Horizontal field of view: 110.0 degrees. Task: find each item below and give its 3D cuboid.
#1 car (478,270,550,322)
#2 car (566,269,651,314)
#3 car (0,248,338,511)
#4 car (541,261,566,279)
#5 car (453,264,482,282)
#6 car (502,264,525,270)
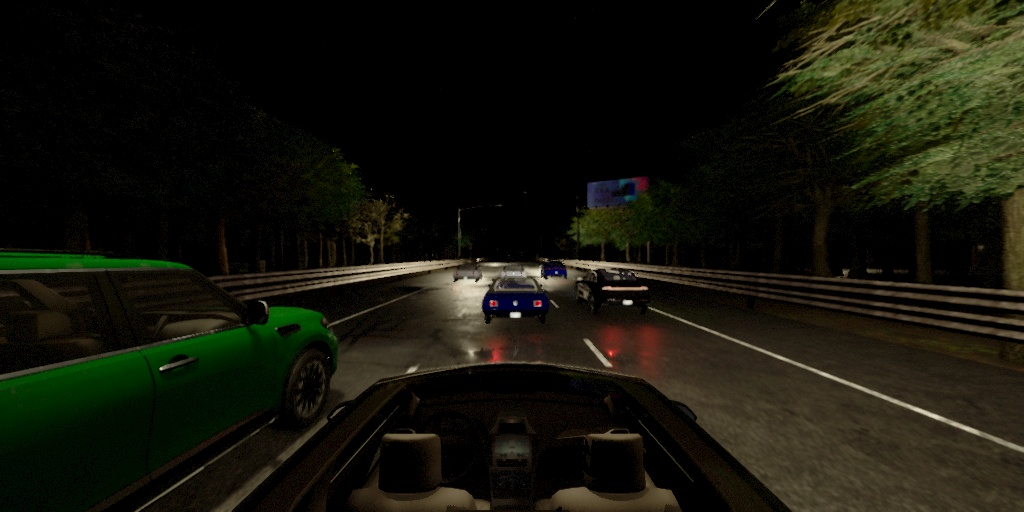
[{"bbox_3d":[0.102,1.338,12.101,1.895,1.301,4.718,0,0,0],"label":"car"},{"bbox_3d":[3.603,1.227,13.576,2.128,1.511,4.902,0,0,0],"label":"car"},{"bbox_3d":[-3.401,0.971,2.441,2.150,2.045,5.566,0,0,0],"label":"car"},{"bbox_3d":[3.609,1.195,31.479,1.882,1.535,5.008,0,0,0],"label":"car"},{"bbox_3d":[-3.392,1.321,28.375,1.895,1.301,4.718,0,0,0],"label":"car"},{"bbox_3d":[0.109,1.321,28.344,1.895,1.301,4.718,0,0,0],"label":"car"}]
